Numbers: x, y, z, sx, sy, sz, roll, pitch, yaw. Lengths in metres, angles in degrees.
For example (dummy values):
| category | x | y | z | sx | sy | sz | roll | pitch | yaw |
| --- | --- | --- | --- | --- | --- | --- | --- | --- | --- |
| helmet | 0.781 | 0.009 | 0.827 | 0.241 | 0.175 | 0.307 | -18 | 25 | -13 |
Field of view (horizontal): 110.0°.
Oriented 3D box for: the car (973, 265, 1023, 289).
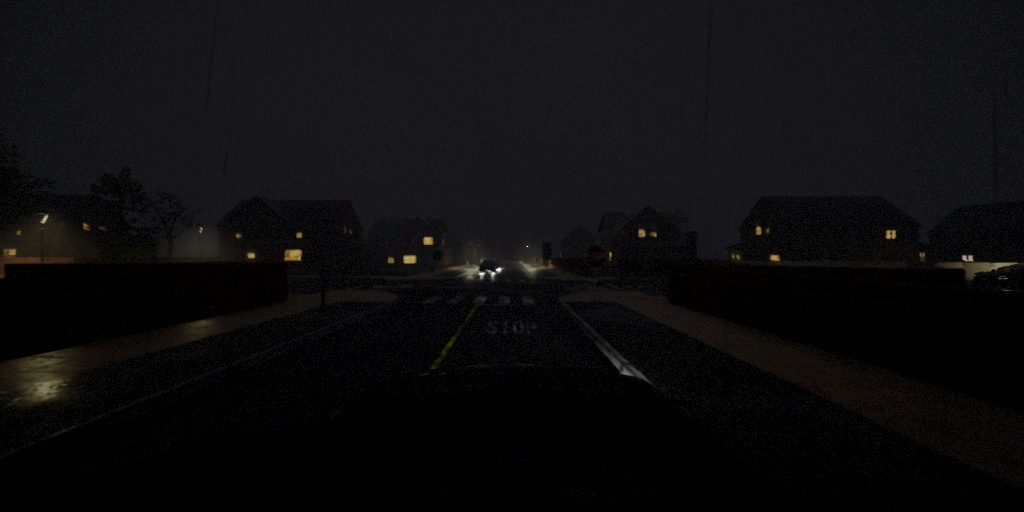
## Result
| category | x | y | z | sx | sy | sz | roll | pitch | yaw |
| --- | --- | --- | --- | --- | --- | --- | --- | --- | --- |
| car | 33.204 | 1.312 | 23.297 | 5.008 | 1.535 | 1.882 | 0 | 1 | 0 |

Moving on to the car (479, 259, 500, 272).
| category | x | y | z | sx | sy | sz | roll | pitch | yaw |
| --- | --- | --- | --- | --- | --- | --- | --- | --- | --- |
| car | -2.754 | 1.129 | 41.530 | 2.033 | 1.411 | 5.357 | 0 | 0 | 0 |
